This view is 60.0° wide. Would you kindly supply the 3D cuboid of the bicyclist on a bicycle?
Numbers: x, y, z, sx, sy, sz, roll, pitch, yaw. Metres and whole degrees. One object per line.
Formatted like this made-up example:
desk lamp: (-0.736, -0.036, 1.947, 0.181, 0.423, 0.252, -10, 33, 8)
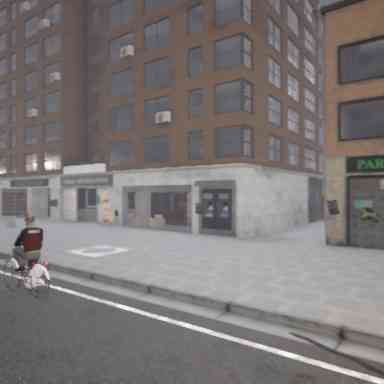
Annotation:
bicyclist on a bicycle: (-3.645, 1.383, 7.267, 1.843, 1.776, 0.659, 0, 0, 36)
